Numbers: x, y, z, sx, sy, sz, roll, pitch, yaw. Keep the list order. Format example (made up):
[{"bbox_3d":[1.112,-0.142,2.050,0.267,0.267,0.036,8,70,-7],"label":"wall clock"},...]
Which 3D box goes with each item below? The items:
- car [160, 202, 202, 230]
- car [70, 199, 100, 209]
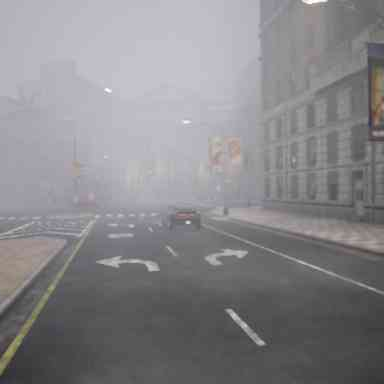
[{"bbox_3d":[-0.757,1.408,20.443,1.837,1.490,4.892,-1,0,-13],"label":"car"},{"bbox_3d":[-14.219,1.564,43.840,4.718,1.301,1.895,0,0,42],"label":"car"}]
